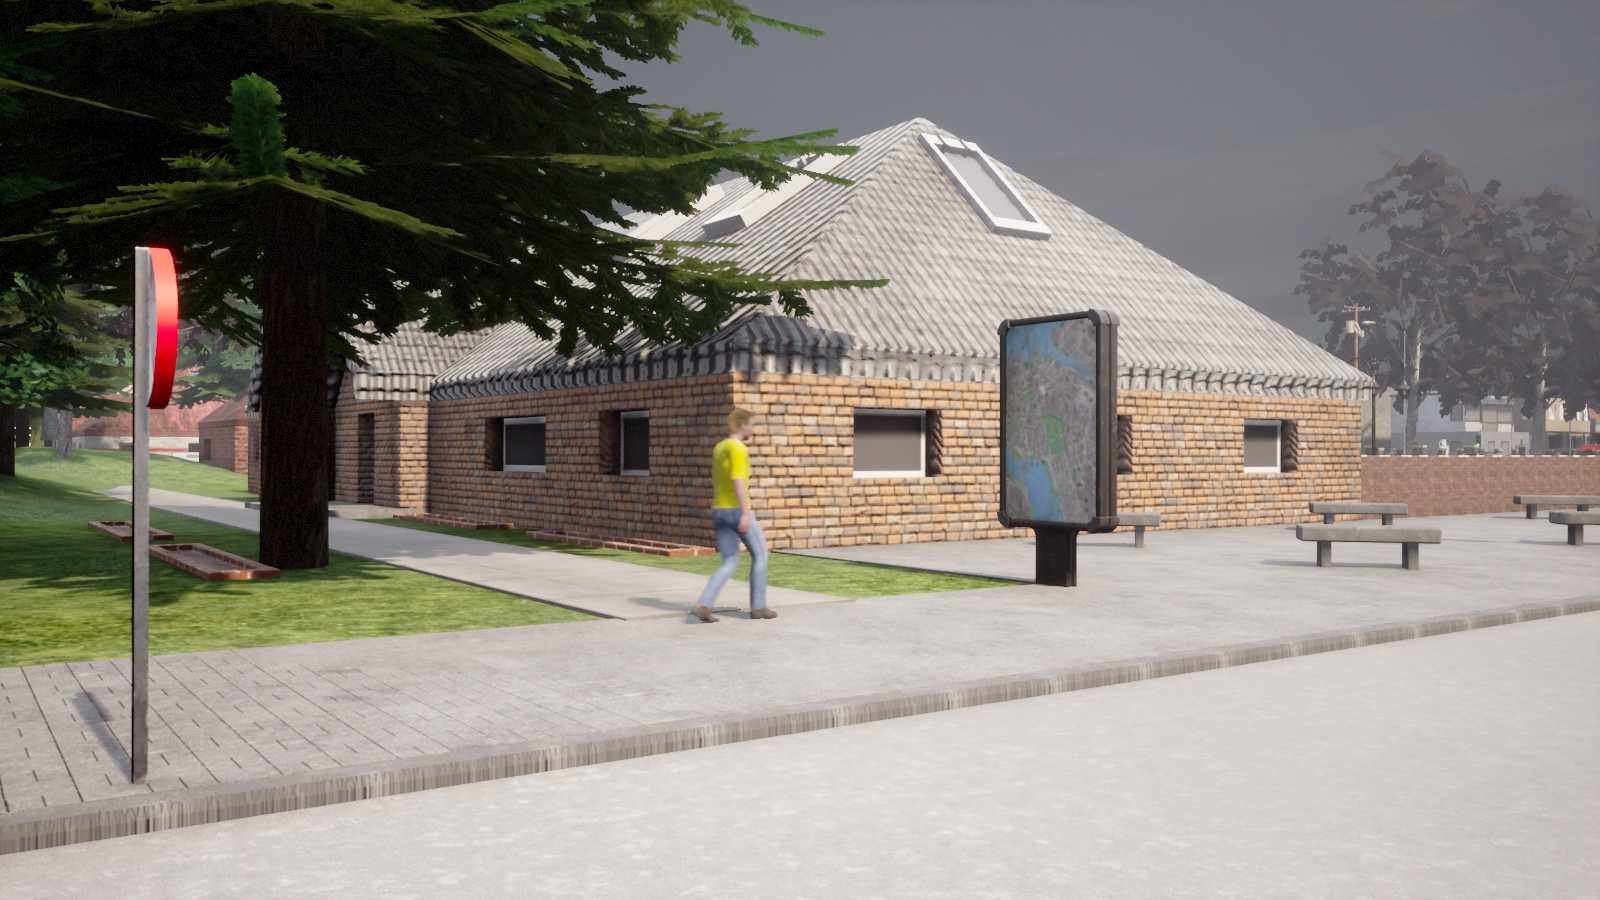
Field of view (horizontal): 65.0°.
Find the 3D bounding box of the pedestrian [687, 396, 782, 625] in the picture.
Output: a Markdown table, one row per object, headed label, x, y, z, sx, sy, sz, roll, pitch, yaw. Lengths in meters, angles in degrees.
| label | x | y | z | sx | sy | sz | roll | pitch | yaw |
| --- | --- | --- | --- | --- | --- | --- | --- | --- | --- |
| pedestrian | -0.540 | 0.484 | 10.387 | 0.706 | 1.836 | 0.354 | 0 | 0 | -35 |
